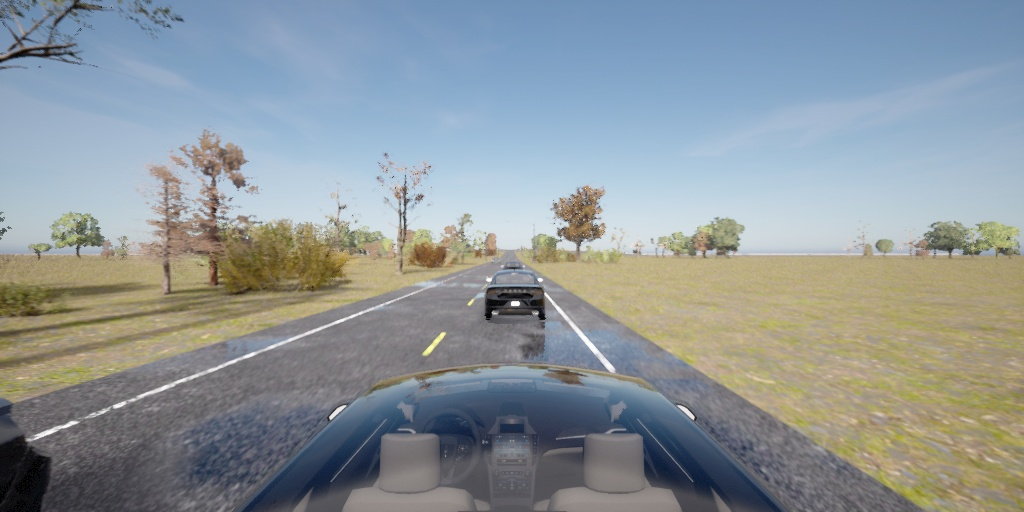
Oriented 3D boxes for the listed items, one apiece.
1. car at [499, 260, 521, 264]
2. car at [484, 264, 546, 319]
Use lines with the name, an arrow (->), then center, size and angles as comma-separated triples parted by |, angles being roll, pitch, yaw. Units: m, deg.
car -> 0.089, 1.225, 31.215 | 1.837, 1.490, 4.892 | 0, 0, 0
car -> 0.095, 1.218, 12.754 | 1.882, 1.535, 5.008 | 0, 0, 0
